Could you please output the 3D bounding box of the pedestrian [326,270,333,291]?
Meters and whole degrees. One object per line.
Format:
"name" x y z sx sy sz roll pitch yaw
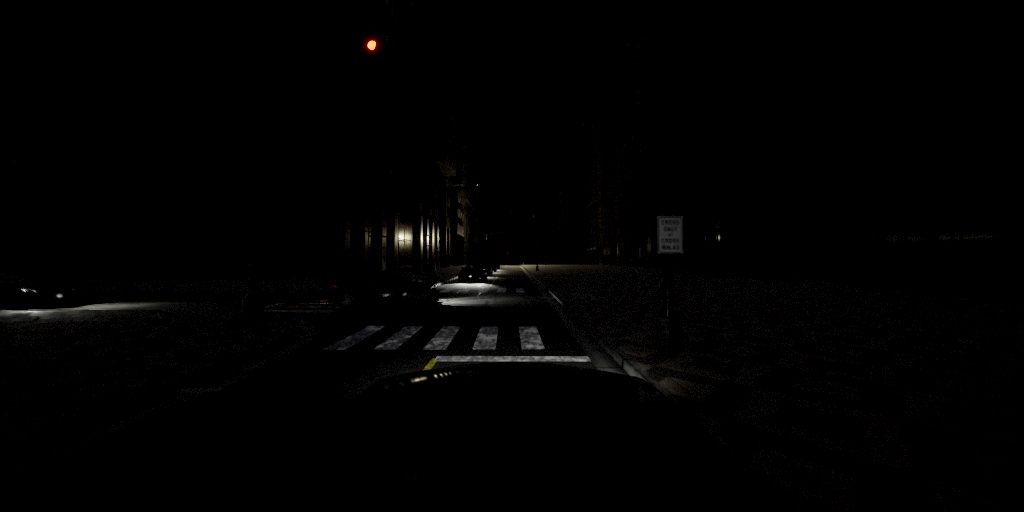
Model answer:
"pedestrian" -9.971 0.974 19.611 0.375 1.860 0.375 0 -1 0

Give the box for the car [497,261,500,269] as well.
"car" -2.997 1.321 47.604 1.837 1.490 4.892 0 0 0

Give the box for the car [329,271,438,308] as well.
"car" -5.244 1.306 14.911 4.181 1.385 1.994 0 -1 -21

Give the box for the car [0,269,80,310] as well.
"car" -19.221 1.202 13.401 4.674 1.442 1.812 0 -1 0

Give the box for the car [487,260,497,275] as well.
"car" -3.026 1.332 37.751 2.033 1.411 5.357 0 0 0

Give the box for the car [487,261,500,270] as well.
"car" -2.934 1.460 57.830 1.895 1.301 4.718 0 0 1

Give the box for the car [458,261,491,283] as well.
"car" -3.036 1.327 28.430 1.994 1.385 4.181 0 0 1
